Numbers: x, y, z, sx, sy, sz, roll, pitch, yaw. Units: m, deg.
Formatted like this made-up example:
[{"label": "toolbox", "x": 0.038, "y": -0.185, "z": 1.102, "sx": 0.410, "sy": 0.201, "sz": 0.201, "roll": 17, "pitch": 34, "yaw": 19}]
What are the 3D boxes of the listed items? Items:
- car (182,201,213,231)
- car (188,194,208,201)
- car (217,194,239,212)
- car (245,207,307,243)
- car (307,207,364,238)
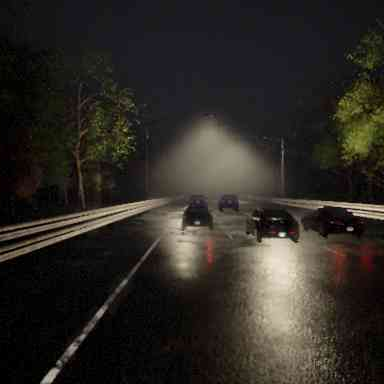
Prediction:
[{"label": "car", "x": 0.349, "y": 1.532, "z": 20.694, "sx": 1.812, "sy": 1.442, "sz": 4.674, "roll": 0, "pitch": 0, "yaw": 1}, {"label": "car", "x": 0.743, "y": 1.229, "z": 39.342, "sx": 2.150, "sy": 2.045, "sz": 5.566, "roll": 0, "pitch": 0, "yaw": 1}, {"label": "car", "x": 4.244, "y": 1.232, "z": 39.318, "sx": 2.150, "sy": 2.045, "sz": 5.566, "roll": 0, "pitch": 0, "yaw": 1}, {"label": "car", "x": 3.779, "y": 1.514, "z": 16.226, "sx": 1.837, "sy": 1.490, "sz": 4.892, "roll": 0, "pitch": 0, "yaw": 1}, {"label": "car", "x": 7.288, "y": 1.538, "z": 17.567, "sx": 1.812, "sy": 1.442, "sz": 4.674, "roll": 0, "pitch": 0, "yaw": 1}]
